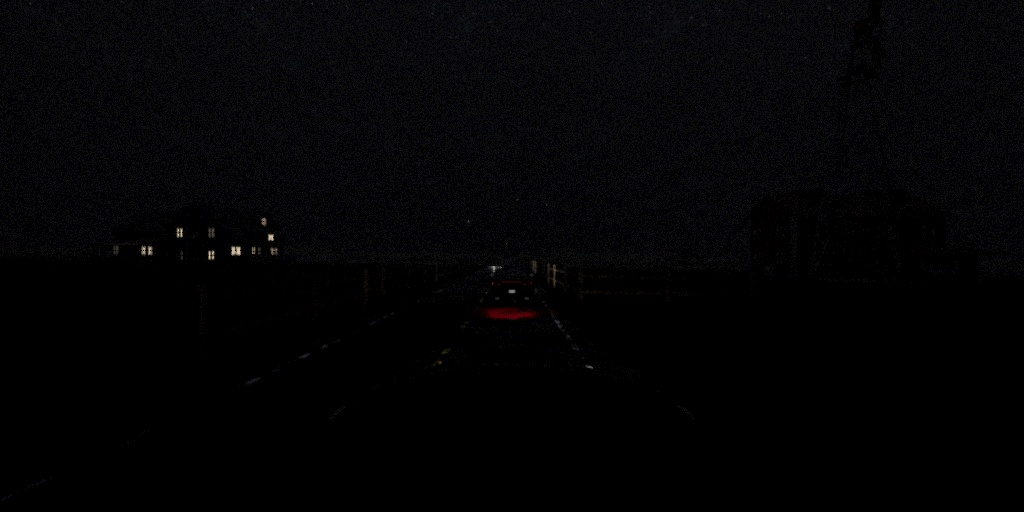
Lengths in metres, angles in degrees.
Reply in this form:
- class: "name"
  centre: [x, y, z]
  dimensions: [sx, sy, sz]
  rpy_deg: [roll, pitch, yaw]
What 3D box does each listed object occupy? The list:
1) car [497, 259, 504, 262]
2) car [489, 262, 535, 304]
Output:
- class: "car"
  centre: [0.000, 1.253, 31.500]
  dimensions: [2.128, 1.511, 4.902]
  rpy_deg: [0, 0, 0]
- class: "car"
  centre: [0.000, 1.237, 16.500]
  dimensions: [1.882, 1.535, 5.008]
  rpy_deg: [0, 0, 0]
